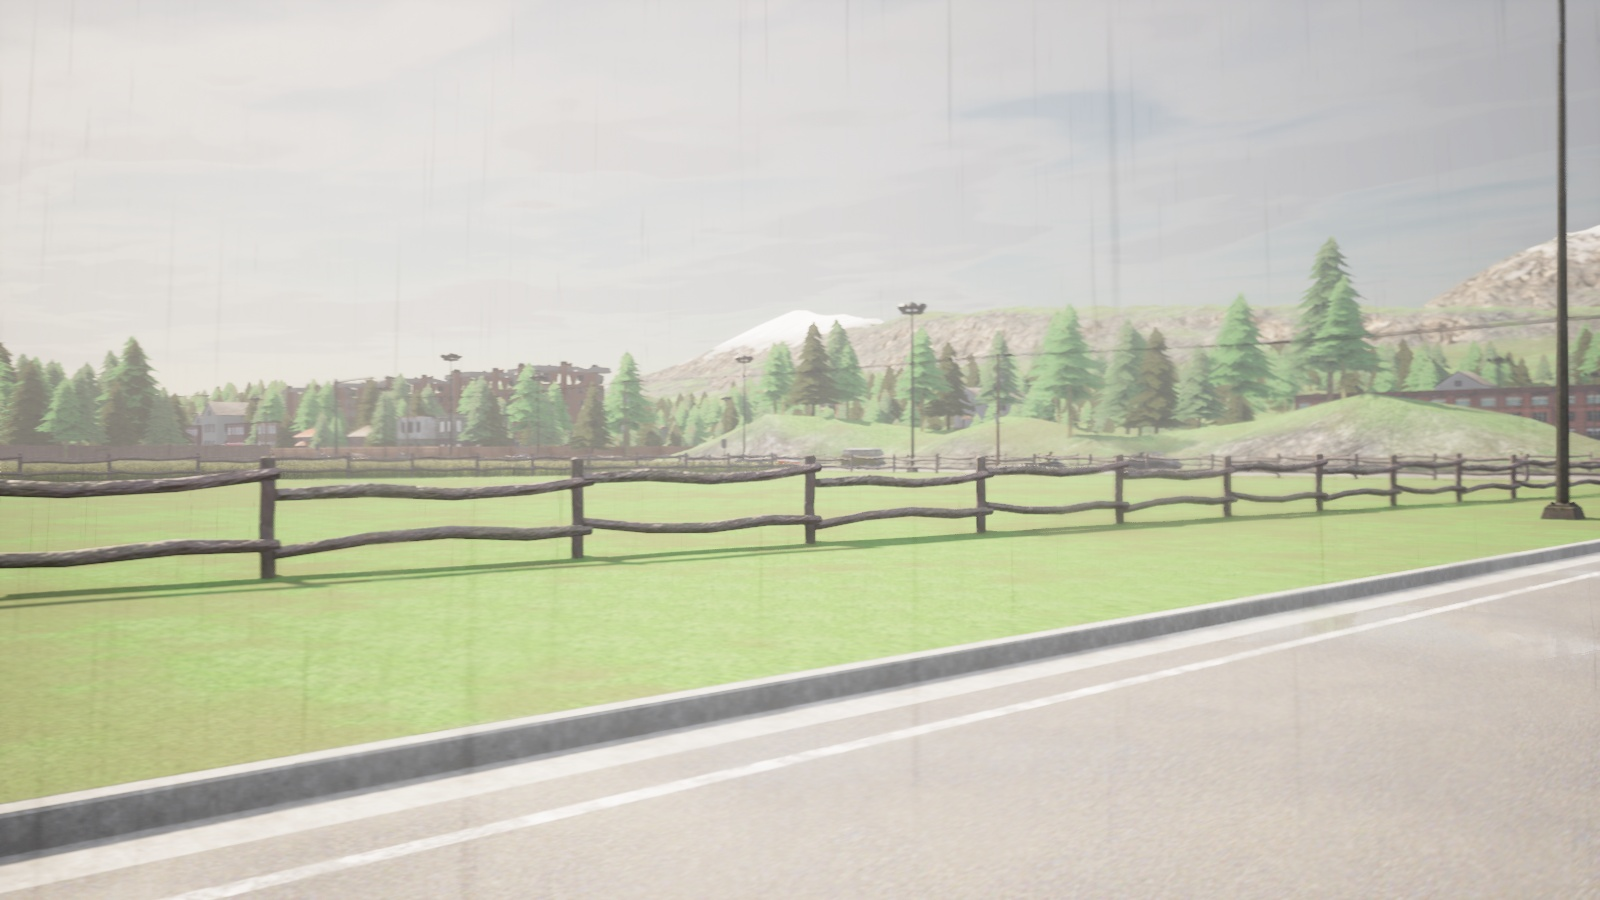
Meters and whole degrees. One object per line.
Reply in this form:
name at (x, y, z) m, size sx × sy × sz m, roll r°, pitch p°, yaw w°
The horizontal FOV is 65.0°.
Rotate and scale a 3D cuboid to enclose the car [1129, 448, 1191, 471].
car at (26.279, 0.710, 91.798) m, size 1.851 × 1.617 × 3.988 m, roll 0°, pitch 0°, yaw -44°
